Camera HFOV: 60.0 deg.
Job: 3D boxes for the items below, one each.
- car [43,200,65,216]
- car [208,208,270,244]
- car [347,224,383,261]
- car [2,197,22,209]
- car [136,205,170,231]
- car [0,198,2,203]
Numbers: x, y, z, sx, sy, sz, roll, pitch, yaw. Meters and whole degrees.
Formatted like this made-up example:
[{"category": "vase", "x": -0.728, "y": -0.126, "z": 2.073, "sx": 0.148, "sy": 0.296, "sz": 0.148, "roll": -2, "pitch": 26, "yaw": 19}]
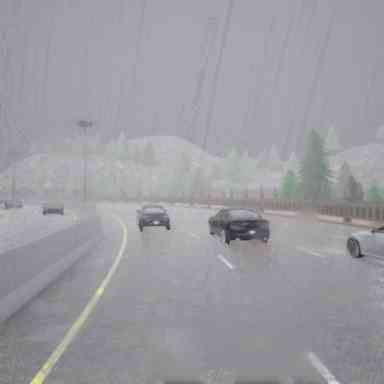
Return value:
[{"category": "car", "x": -14.249, "y": 1.620, "z": 34.299, "sx": 1.882, "sy": 1.535, "sz": 5.008, "roll": 0, "pitch": 0, "yaw": -23}, {"category": "car", "x": 2.070, "y": 1.484, "z": 15.897, "sx": 1.882, "sy": 1.535, "sz": 5.008, "roll": 0, "pitch": 0, "yaw": -9}, {"category": "car", "x": 6.423, "y": 1.506, "z": 9.621, "sx": 1.812, "sy": 1.442, "sz": 4.674, "roll": 0, "pitch": 0, "yaw": -5}, {"category": "car", "x": -26.826, "y": 1.796, "z": 50.071, "sx": 2.128, "sy": 1.511, "sz": 4.902, "roll": 0, "pitch": 0, "yaw": -35}, {"category": "car", "x": -2.524, "y": 1.564, "z": 21.100, "sx": 1.812, "sy": 1.442, "sz": 4.674, "roll": 0, "pitch": 0, "yaw": -13}, {"category": "car", "x": -37.512, "y": 1.749, "z": 67.526, "sx": 4.892, "sy": 1.490, "sz": 1.837, "roll": -1, "pitch": 0, "yaw": 43}]
